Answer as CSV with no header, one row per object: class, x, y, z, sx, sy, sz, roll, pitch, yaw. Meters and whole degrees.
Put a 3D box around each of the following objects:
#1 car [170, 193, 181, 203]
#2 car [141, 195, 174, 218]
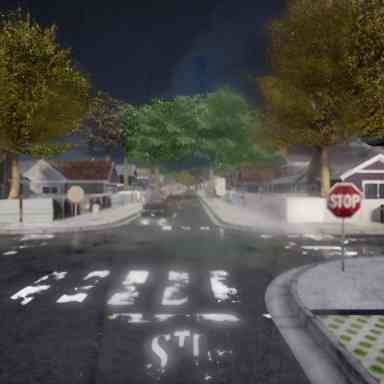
car,-2.762,0.915,51.534,1.994,1.385,4.181,0,1,0
car,-2.758,1.222,26.255,2.033,1.411,5.357,0,1,0
